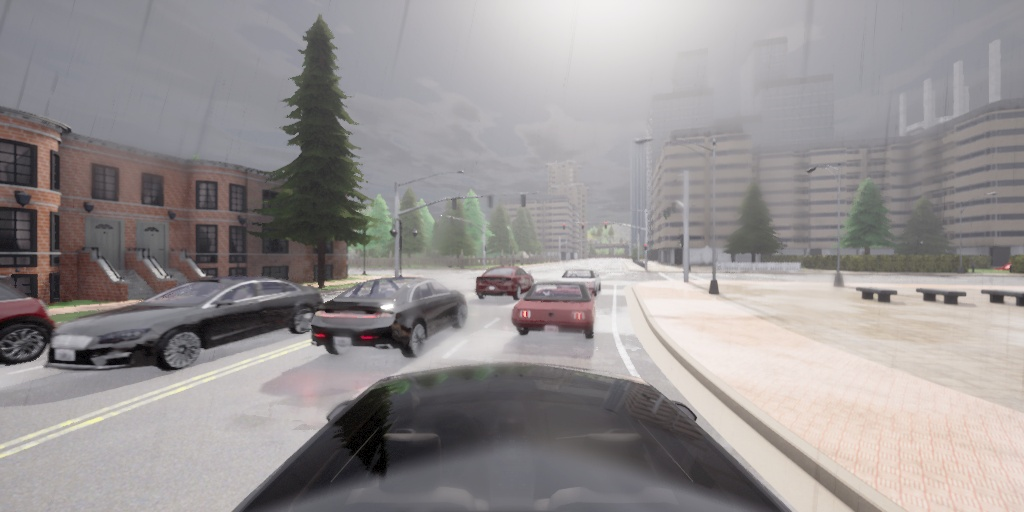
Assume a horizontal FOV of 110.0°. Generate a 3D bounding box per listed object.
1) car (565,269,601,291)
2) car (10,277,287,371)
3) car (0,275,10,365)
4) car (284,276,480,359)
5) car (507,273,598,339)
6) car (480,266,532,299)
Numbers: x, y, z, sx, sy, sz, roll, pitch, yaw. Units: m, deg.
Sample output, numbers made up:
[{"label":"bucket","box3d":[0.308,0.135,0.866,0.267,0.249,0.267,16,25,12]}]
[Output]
[{"label":"car","box3d":[3.659,1.339,19.047,1.895,1.301,4.718,0,0,18]},{"label":"car","box3d":[-6.379,1.237,7.861,2.128,1.511,4.902,0,0,10]},{"label":"car","box3d":[-10.179,1.100,5.094,2.097,1.767,4.553,0,0,6]},{"label":"car","box3d":[-2.479,1.237,8.496,2.128,1.511,4.902,0,0,9]},{"label":"car","box3d":[1.394,1.345,10.161,1.895,1.301,4.718,0,0,13]},{"label":"car","box3d":[-0.214,1.217,17.710,1.882,1.535,5.008,0,0,15]}]
